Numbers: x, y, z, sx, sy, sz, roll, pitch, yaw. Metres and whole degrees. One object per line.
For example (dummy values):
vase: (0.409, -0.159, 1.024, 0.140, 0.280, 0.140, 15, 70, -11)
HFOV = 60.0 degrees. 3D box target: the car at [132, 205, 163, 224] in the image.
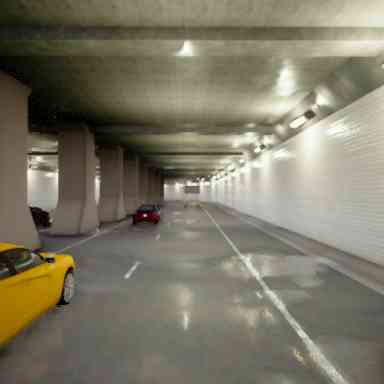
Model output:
car: (-3.396, 1.683, 26.062, 1.994, 1.385, 4.181, 0, 0, 0)

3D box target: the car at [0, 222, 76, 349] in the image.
car: (-3.398, 1.501, 5.118, 1.882, 1.535, 5.008, 0, 0, 0)

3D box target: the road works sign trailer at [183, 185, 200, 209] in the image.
road works sign trailer: (0.008, 0.699, 51.156, 2.380, 3.560, 2.880, 0, 0, 0)

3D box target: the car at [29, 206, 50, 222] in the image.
car: (-10.595, 1.621, 20.951, 1.812, 1.442, 4.674, 0, 0, 0)
